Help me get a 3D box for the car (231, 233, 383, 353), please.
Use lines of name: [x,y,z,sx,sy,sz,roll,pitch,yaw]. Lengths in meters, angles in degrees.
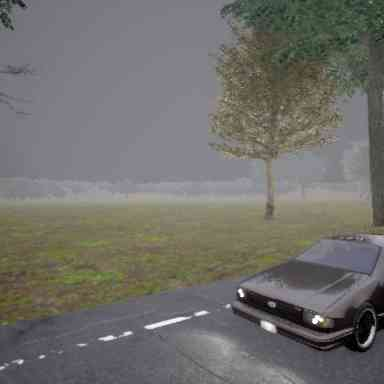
car: [3.263,1.539,6.318,5.357,1.411,2.033,0,0,-35]
